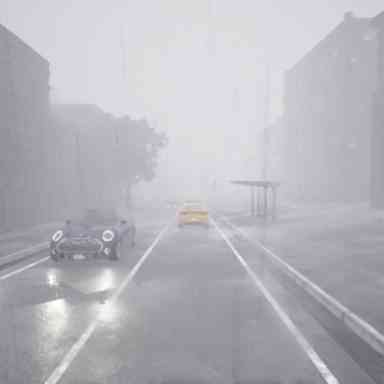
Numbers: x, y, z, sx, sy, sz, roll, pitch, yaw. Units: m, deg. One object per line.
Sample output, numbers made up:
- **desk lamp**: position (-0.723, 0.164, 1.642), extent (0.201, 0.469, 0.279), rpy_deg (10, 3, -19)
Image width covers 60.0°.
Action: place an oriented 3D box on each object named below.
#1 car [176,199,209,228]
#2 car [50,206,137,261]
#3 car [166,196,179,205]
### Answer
- **car**: position (0.093, 1.484, 22.447), extent (1.882, 1.535, 5.008), rpy_deg (0, 0, 0)
- **car**: position (-3.374, 1.350, 12.189), extent (2.097, 1.767, 4.553), rpy_deg (0, 0, 0)
- **car**: position (-3.046, 1.364, 53.102), extent (2.033, 1.411, 5.357), rpy_deg (0, 1, 1)
